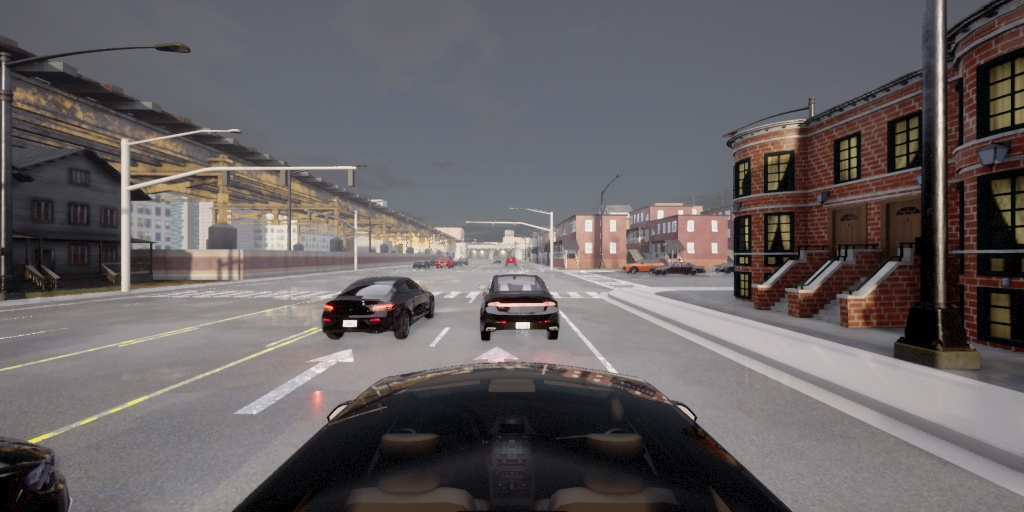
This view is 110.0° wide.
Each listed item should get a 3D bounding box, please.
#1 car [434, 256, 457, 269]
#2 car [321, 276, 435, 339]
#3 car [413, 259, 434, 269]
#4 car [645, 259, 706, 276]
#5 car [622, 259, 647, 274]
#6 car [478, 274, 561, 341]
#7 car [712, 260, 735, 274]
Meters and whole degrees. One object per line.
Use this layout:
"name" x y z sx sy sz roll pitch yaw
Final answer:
"car" -10.743 0.970 57.662 2.150 2.045 5.566 0 0 -1
"car" -3.450 1.276 9.951 1.812 1.442 4.674 0 0 0
"car" -14.235 1.313 56.562 1.994 1.385 4.181 0 0 0
"car" 16.898 1.297 36.730 5.357 1.411 2.033 0 0 0
"car" 14.742 1.101 40.214 4.553 1.767 2.097 0 0 0
"car" 0.092 1.241 9.918 2.128 1.511 4.902 0 0 -3
"car" 25.144 1.240 40.245 4.902 1.511 2.128 0 0 0
